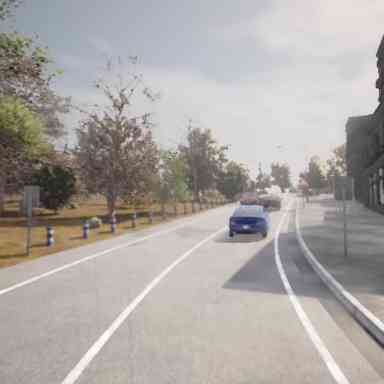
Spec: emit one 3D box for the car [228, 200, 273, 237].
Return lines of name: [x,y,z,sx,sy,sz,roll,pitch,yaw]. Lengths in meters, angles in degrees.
car: [3.203,1.486,18.159,1.882,1.535,5.008,-1,0,15]

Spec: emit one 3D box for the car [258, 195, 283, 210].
car: [8.596,1.111,35.742,1.837,1.490,4.892,-1,1,18]

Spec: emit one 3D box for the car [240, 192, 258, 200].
car: [7.613,0.853,43.818,2.097,1.767,4.553,-1,1,18]
